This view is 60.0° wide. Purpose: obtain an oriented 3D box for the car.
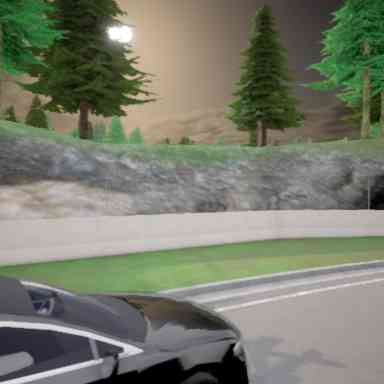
[{"bbox_3d":[-1.671,1.458,2.547,4.902,1.511,2.128,0,0,-35],"label":"car"}]
